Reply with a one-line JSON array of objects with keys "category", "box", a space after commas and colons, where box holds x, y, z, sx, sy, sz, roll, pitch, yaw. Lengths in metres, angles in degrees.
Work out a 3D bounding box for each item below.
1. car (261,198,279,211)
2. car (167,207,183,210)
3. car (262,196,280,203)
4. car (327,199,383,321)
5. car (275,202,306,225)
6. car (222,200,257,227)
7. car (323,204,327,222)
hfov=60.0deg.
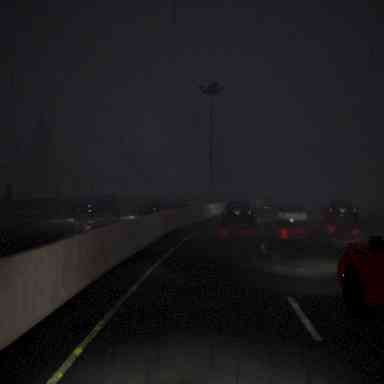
[{"category": "car", "box": [9.599, 1.526, 40.135, 1.837, 1.490, 4.892, 0, 0, 25]}, {"category": "car", "box": [-1.904, 1.589, 30.778, 1.895, 1.301, 4.718, 0, 0, 18]}, {"category": "car", "box": [16.504, 1.571, 69.656, 1.994, 1.385, 4.181, 0, 0, 39]}, {"category": "car", "box": [3.826, 1.232, 4.154, 2.150, 2.045, 5.566, 0, 0, 3]}, {"category": "car", "box": [7.390, 1.618, 24.718, 1.895, 1.301, 4.718, 0, 0, 16]}, {"category": "car", "box": [3.424, 1.358, 23.304, 2.097, 1.767, 4.553, 0, 0, 14]}, {"category": "car", "box": [11.458, 1.381, 25.927, 2.097, 1.767, 4.553, 0, 0, 17]}]
